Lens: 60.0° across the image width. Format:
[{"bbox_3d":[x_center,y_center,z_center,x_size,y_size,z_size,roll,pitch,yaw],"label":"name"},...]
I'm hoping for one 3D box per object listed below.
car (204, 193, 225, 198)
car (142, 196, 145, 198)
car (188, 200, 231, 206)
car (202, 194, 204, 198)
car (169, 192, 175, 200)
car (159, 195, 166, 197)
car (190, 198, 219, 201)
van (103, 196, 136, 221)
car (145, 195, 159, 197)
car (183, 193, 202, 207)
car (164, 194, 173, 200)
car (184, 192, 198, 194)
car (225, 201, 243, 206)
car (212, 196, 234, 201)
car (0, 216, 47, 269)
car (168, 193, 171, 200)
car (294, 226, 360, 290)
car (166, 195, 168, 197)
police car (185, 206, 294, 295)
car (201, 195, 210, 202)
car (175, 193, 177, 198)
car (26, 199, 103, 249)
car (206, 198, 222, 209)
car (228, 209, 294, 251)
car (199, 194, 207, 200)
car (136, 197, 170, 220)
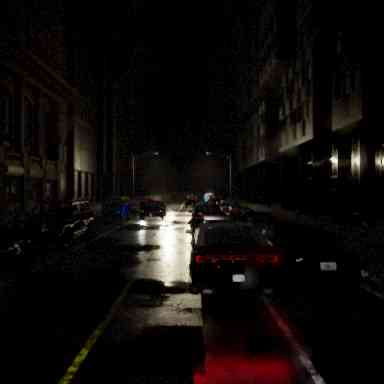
[{"bbox_3d":[2.792,1.169,36.832,2.192,1.841,5.009,0,0,0],"label":"car"},{"bbox_3d":[-5.738,1.401,31.053,1.752,1.417,4.829,0,0,0],"label":"car"},{"bbox_3d":[0.854,1.428,18.675,1.837,1.490,4.892,0,0,0],"label":"car"},{"bbox_3d":[2.800,1.338,48.207,1.752,1.417,4.829,0,0,0],"label":"car"},{"bbox_3d":[-5.705,1.267,76.036,2.008,1.369,4.403,0,0,0],"label":"car"},{"bbox_3d":[-5.721,1.234,53.630,1.967,1.590,4.097,0,0,0],"label":"car"},{"bbox_3d":[0.918,1.425,24.675,1.812,1.442,4.674,0,0,0],"label":"car"},{"bbox_3d":[-5.741,1.237,25.620,1.690,1.788,3.998,0,0,0],"label":"van"},{"bbox_3d":[-5.729,1.274,42.427,1.967,1.590,4.097,0,0,0],"label":"car"},{"bbox_3d":[0.063,1.323,46.391,1.837,1.490,4.892,0,0,0],"label":"car"},{"bbox_3d":[-5.701,1.223,81.468,1.752,1.417,4.829,0,0,0],"label":"car"},{"bbox_3d":[0.047,0.970,65.572,2.150,2.045,5.566,0,0,0],"label":"car"},{"bbox_3d":[2.779,1.468,20.027,2.008,1.369,4.403,0,0,0],"label":"car"},{"bbox_3d":[2.784,1.336,25.629,1.967,1.590,4.097,0,0,0],"label":"car"},{"bbox_3d":[-5.754,1.544,8.816,1.802,1.307,4.206,0,0,0],"label":"car"},{"bbox_3d":[-5.713,1.320,64.833,1.947,1.339,4.313,0,0,0],"label":"car"},{"bbox_3d":[2.771,1.528,8.823,1.947,1.339,4.313,0,0,0],"label":"car"},{"bbox_3d":[-5.717,1.356,59.231,1.802,1.307,4.206,0,0,0],"label":"car"},{"bbox_3d":[0.865,1.388,8.782,1.930,1.638,5.238,0,0,0],"label":"police car"},{"bbox_3d":[2.816,1.317,70.445,1.802,1.307,4.206,0,0,0],"label":"car"},{"bbox_3d":[-5.696,1.224,87.240,1.887,1.381,4.507,0,0,0],"label":"car"},{"bbox_3d":[-5.749,1.255,14.418,2.192,1.841,5.009,0,0,0],"label":"car"},{"bbox_3d":[2.795,1.415,42.435,1.802,1.307,4.206,0,0,0],"label":"car"},{"bbox_3d":[2.775,1.505,14.425,1.947,1.339,4.313,0,0,0],"label":"car"},{"bbox_3d":[2.829,1.223,87.251,1.887,1.381,4.507,0,0,0],"label":"car"},{"bbox_3d":[-3.066,1.416,27.035,1.812,1.442,4.674,0,0,0],"label":"car"}]
